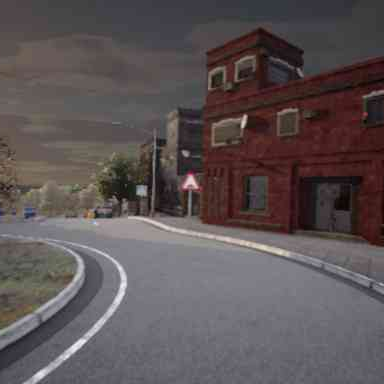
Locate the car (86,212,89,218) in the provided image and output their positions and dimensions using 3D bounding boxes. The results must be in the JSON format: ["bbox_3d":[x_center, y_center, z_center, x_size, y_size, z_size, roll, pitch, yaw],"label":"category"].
[{"bbox_3d":[-14.006,3.249,48.270,1.882,1.535,5.008,1,-6,-19],"label":"car"}]

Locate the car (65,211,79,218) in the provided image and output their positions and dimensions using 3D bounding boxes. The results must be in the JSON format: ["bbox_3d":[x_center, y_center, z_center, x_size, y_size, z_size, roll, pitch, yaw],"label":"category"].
[{"bbox_3d":[-20.589,4.103,57.099,1.837,1.490,4.892,1,-6,-19],"label":"car"}]

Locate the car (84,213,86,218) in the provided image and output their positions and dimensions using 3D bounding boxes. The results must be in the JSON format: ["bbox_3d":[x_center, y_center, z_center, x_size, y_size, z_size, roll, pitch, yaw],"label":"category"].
[{"bbox_3d":[-17.549,4.148,58.098,1.882,1.535,5.008,1,-5,-20],"label":"car"}]

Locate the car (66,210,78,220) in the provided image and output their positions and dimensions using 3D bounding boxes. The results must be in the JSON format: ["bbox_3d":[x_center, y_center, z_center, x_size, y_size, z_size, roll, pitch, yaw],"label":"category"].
[{"bbox_3d":[-24.124,4.679,66.846,2.097,1.767,4.553,1,-5,-20],"label":"car"}]

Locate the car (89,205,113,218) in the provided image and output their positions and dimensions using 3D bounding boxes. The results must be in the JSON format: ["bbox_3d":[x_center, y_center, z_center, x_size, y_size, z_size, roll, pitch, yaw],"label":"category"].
[{"bbox_3d":[-9.887,2.219,36.863,2.128,1.511,4.902,1,-5,-20],"label":"car"}]

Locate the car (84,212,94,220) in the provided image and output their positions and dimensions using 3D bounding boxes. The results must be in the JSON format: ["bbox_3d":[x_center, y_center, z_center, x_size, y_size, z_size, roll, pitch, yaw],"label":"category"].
[{"bbox_3d":[-21.072,4.928,67.948,1.812,1.442,4.674,1,-5,-20],"label":"car"}]
